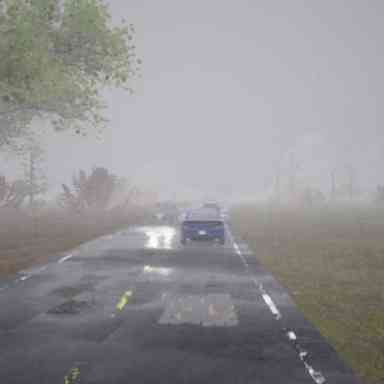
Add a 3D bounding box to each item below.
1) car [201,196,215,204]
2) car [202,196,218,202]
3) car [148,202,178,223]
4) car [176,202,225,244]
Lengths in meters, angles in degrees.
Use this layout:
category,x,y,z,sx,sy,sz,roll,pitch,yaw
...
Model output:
category,x,y,z,sx,sy,sz,roll,pitch,yaw
car,3.273,1.529,66.280,2.128,1.511,4.902,0,0,11
car,2.134,1.543,36.751,1.812,1.442,4.674,0,0,6
car,-2.079,1.500,25.483,2.128,1.511,4.902,0,0,4
car,0.534,1.485,15.865,1.882,1.535,5.008,0,0,3
